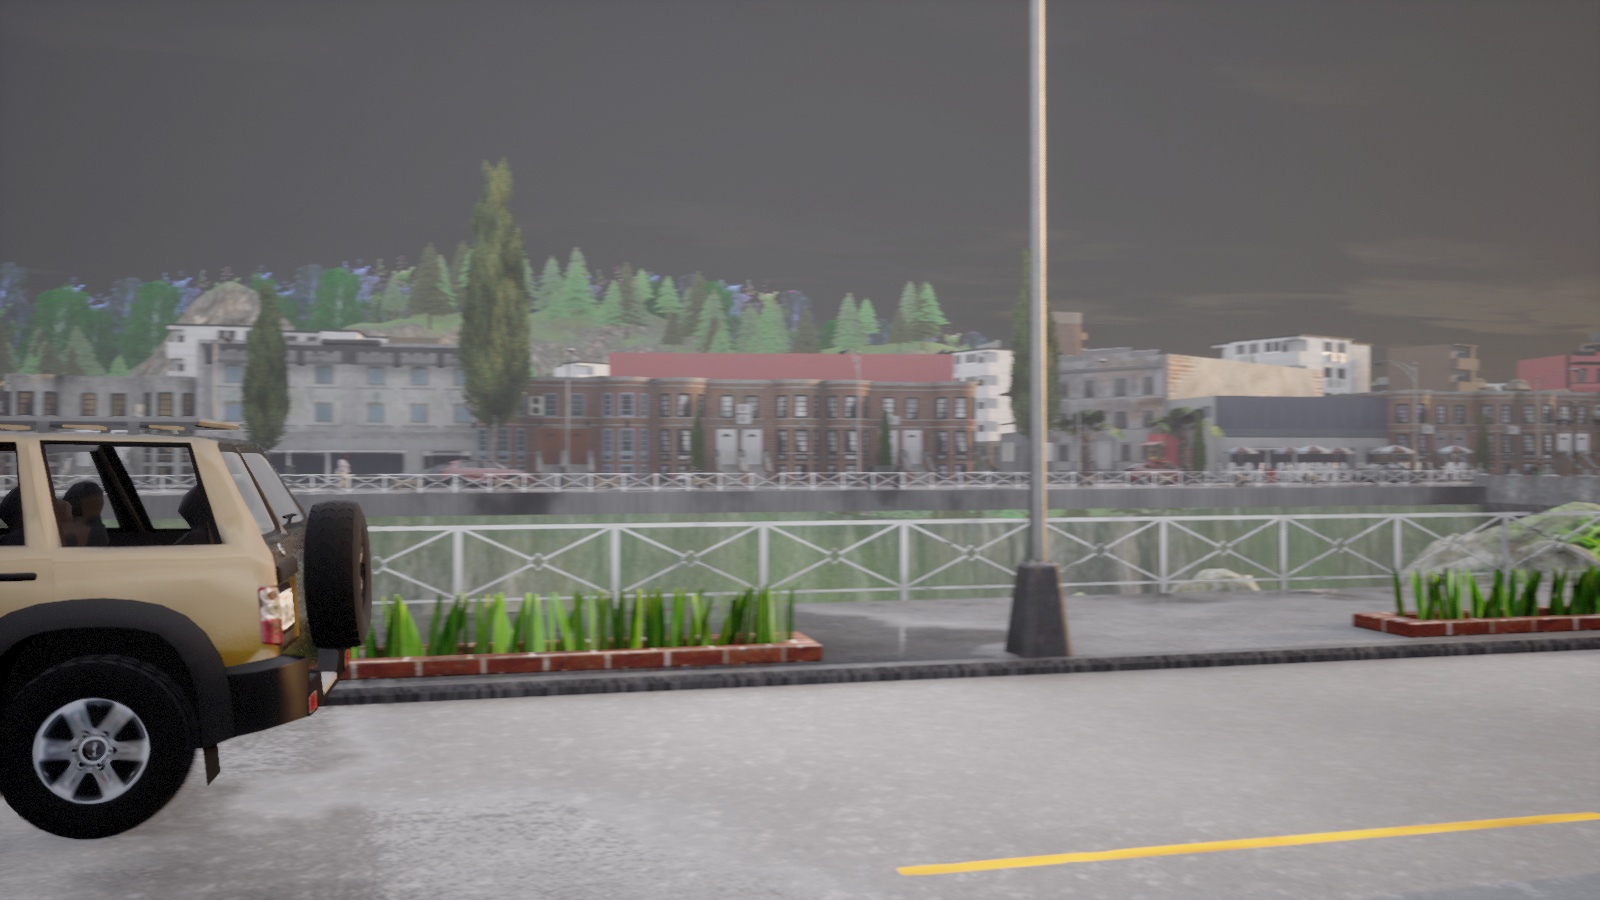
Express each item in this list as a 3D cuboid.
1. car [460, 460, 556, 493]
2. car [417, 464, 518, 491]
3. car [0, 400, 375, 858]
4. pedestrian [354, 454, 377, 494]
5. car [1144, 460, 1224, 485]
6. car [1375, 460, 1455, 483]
[{"bbox_3d":[-15.438,1.370,66.540,4.856,1.649,2.033,-1,0,-12],"label":"car"},{"bbox_3d":[-18.460,1.527,69.960,5.357,1.411,2.033,0,0,-13],"label":"car"},{"bbox_3d":[-4.493,0.736,5.807,4.605,1.855,1.932,0,0,-13],"label":"car"},{"bbox_3d":[-20.337,1.114,58.838,0.900,1.855,0.874,0,0,-12],"label":"pedestrian"},{"bbox_3d":[22.959,1.319,75.131,4.193,1.474,1.816,0,0,-13],"label":"car"},{"bbox_3d":[38.489,1.316,78.617,4.181,1.385,1.994,0,0,-12],"label":"car"}]
